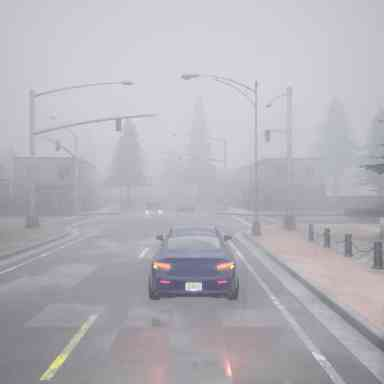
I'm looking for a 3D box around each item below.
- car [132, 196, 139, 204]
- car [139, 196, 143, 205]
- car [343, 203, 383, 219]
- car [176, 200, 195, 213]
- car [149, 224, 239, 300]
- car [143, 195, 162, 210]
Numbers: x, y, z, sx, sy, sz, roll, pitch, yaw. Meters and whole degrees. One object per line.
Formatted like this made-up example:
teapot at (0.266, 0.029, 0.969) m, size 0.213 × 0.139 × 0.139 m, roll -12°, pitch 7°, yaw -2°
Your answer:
car at (-10.082, 1.470, 62.777) m, size 1.837 × 1.490 × 4.892 m, roll 0°, pitch 0°, yaw -23°
car at (-6.689, 1.318, 52.971) m, size 2.097 × 1.767 × 4.553 m, roll 0°, pitch 0°, yaw -15°
car at (15.443, 1.585, 28.132) m, size 4.718 × 1.301 × 1.895 m, roll 0°, pitch 0°, yaw 2°
car at (-0.722, 1.529, 37.259) m, size 1.994 × 1.385 × 4.181 m, roll 0°, pitch 0°, yaw -1°
car at (0.041, 1.526, 8.256) m, size 1.812 × 1.442 × 4.674 m, roll 0°, pitch 0°, yaw 0°
car at (-4.938, 1.443, 43.084) m, size 1.882 × 1.535 × 5.008 m, roll 0°, pitch 0°, yaw -6°
